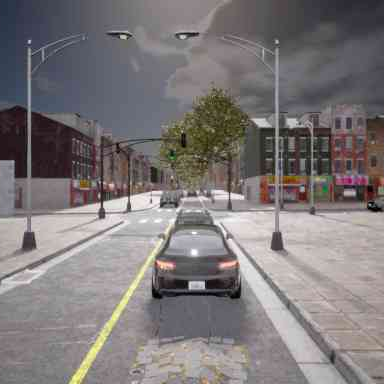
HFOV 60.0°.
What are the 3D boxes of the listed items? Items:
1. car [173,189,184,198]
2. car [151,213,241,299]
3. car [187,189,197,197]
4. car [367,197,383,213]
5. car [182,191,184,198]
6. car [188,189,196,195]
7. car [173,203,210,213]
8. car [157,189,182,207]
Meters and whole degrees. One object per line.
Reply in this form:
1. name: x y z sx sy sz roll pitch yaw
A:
1. car: -2.747 0.289 69.207 2.097 1.767 4.553 0 2 0
2. car: 0.095 1.496 8.272 1.812 1.442 4.674 0 0 0
3. car: 0.004 0.175 73.234 2.097 1.767 4.553 0 1 0
4. car: 17.204 1.092 28.305 4.313 1.339 1.947 -1 1 0
5. car: -2.832 0.798 55.647 1.837 1.490 4.892 0 1 0
6. car: 0.005 -0.044 83.305 1.994 1.385 4.181 0 1 0
7. car: 0.055 1.483 17.988 1.895 1.301 4.718 0 1 -1
8. car: -2.833 0.818 42.346 2.150 2.045 5.566 0 1 0
